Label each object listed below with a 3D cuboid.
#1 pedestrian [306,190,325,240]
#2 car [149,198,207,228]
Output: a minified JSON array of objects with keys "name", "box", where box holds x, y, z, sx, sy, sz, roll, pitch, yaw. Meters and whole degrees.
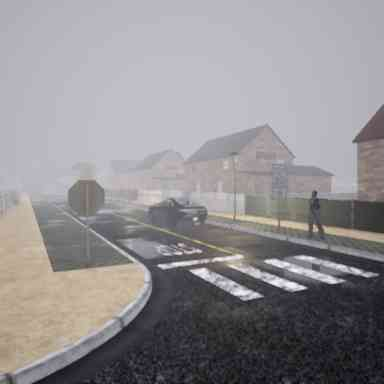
[{"name":"pedestrian","box":[4.540,0.832,12.306,0.375,1.860,0.375,0,0,-27]},{"name":"car","box":[-0.916,1.056,18.468,2.128,1.511,4.902,-1,1,-27]}]
